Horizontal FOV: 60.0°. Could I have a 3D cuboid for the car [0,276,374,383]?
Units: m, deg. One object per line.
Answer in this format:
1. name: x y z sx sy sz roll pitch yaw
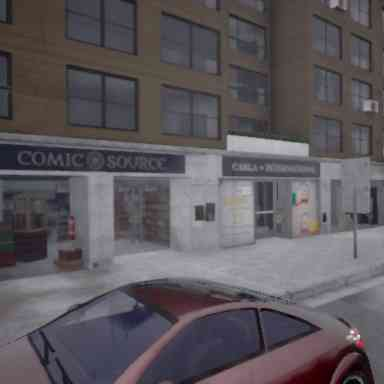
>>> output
1. car: -0.313 1.550 2.833 4.181 1.385 1.994 -1 0 -35
